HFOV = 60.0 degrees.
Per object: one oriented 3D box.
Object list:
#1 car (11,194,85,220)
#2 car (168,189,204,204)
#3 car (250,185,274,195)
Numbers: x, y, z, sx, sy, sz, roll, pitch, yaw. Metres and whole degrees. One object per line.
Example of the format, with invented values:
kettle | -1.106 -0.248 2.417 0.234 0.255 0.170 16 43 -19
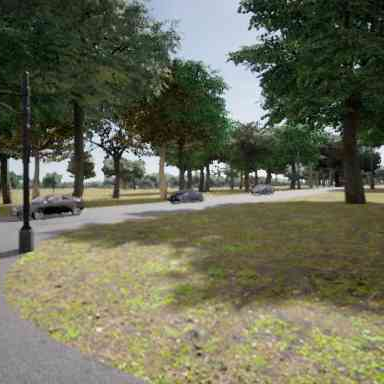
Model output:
car | -9.395 0.937 22.080 2.128 1.511 4.902 -1 2 32
car | -0.577 0.421 34.206 1.994 1.385 4.181 -1 2 38
car | 10.160 -0.317 48.095 2.128 1.511 4.902 -1 2 38
